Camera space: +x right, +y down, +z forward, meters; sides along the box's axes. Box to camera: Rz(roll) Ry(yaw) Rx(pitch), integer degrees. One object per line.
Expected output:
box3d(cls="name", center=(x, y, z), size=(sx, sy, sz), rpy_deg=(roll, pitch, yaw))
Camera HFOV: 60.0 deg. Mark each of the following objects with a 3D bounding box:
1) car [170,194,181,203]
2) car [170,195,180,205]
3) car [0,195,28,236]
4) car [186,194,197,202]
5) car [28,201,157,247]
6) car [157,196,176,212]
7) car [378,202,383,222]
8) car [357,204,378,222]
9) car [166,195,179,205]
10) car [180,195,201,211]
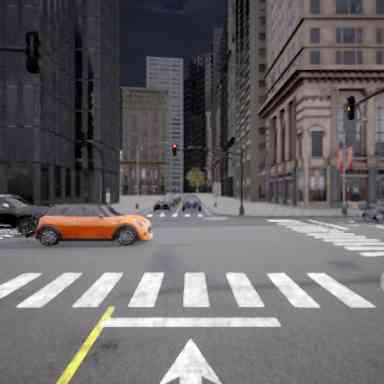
box3d(cls="car", center=(-3.207, 1.264, 65.825), size=(1.882, 1.535, 5.008), rpy_deg=(0, 0, 0))
box3d(cls="car", center=(-3.207, 1.322, 46.266), size=(2.128, 1.511, 4.902), rpy_deg=(0, 0, 0))
box3d(cls="car", center=(-9.764, 1.150, 17.187), size=(5.566, 2.045, 2.150), rpy_deg=(0, 0, 0))
box3d(cls="car", center=(-0.117, 1.274, 68.341), size=(2.128, 1.511, 4.902), rpy_deg=(0, 0, 0))
box3d(cls="car", center=(-3.975, 1.249, 13.956), size=(4.553, 1.767, 2.097), rpy_deg=(0, 0, 0))
box3d(cls="car", center=(-3.172, 1.457, 36.870), size=(1.895, 1.301, 4.718), rpy_deg=(0, 0, 0))
box3d(cls="car", center=(15.026, 1.404, 20.743), size=(5.357, 1.411, 2.033), rpy_deg=(0, 0, 0))
box3d(cls="car", center=(14.548, 1.357, 24.039), size=(4.902, 1.511, 2.128), rpy_deg=(0, 0, -2))
box3d(cls="car", center=(-3.224, 1.312, 55.677), size=(1.837, 1.490, 4.892), rpy_deg=(0, 0, 0))
box3d(cls="car", center=(-0.031, 1.202, 38.928), size=(2.097, 1.767, 4.553), rpy_deg=(0, 0, 0))
